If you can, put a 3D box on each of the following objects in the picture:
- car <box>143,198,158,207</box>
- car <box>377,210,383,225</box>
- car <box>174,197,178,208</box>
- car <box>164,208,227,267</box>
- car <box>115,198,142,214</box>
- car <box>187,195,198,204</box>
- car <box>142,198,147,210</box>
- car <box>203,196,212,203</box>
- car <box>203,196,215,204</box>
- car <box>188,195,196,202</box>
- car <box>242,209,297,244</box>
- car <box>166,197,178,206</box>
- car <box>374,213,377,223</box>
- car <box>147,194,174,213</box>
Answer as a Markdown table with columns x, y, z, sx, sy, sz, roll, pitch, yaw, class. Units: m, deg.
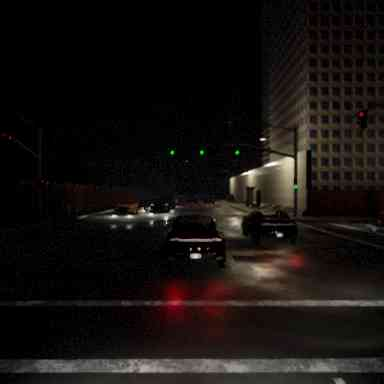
| x | y | z | sx | sy | sz | roll | pitch | yaw | class |
| --- | --- | --- | --- | --- | --- | --- | --- | --- | --- |
| -6.984 | 1.710 | 55.794 | 1.895 | 1.301 | 4.718 | 0 | 0 | 1 | car |
| 3.602 | 1.223 | 1.703 | 2.150 | 2.045 | 5.566 | 0 | 0 | 0 | car |
| -3.548 | 1.315 | 48.008 | 2.150 | 2.045 | 5.566 | 0 | 0 | 0 | car |
| 0.103 | 1.549 | 11.598 | 2.128 | 1.511 | 4.902 | 0 | 0 | 0 | car |
| -7.081 | 1.549 | 36.309 | 1.882 | 1.535 | 5.008 | 0 | 0 | 0 | car |
| 0.019 | 1.480 | 65.795 | 2.097 | 1.767 | 4.553 | 0 | 0 | 0 | car |
| -7.067 | 1.567 | 45.631 | 1.882 | 1.535 | 5.008 | 0 | 0 | 0 | car |
| 3.522 | 1.648 | 76.142 | 1.837 | 1.490 | 4.892 | 0 | 0 | 0 | car |
| 3.519 | 1.654 | 65.836 | 1.812 | 1.442 | 4.674 | 0 | 0 | 0 | car |
| 0.022 | 1.475 | 76.048 | 1.837 | 1.490 | 4.892 | 0 | 0 | 0 | car |
| 3.606 | 1.555 | 16.100 | 2.128 | 1.511 | 4.902 | 0 | 0 | 0 | car |
| -3.483 | 1.591 | 58.156 | 1.882 | 1.535 | 5.008 | 0 | 0 | 0 | car |
| 15.040 | 1.452 | 22.757 | 4.553 | 1.767 | 2.097 | 0 | 0 | 0 | car |
| -3.575 | 1.427 | 38.419 | 2.097 | 1.767 | 4.553 | 0 | 0 | 0 | car |
